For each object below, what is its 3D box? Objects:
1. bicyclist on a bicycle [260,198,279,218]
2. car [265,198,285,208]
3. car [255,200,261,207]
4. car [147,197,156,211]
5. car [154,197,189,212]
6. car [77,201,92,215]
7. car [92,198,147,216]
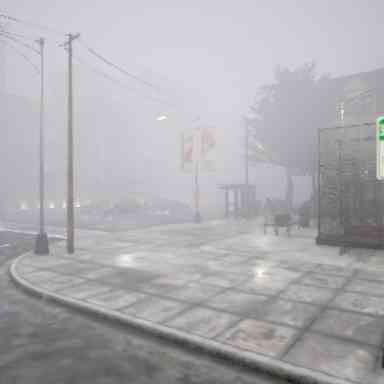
[{"bbox_3d":[6.323,1.328,27.100,1.656,1.620,0.582,-1,0,35],"label":"bicyclist on a bicycle"},{"bbox_3d":[12.222,1.611,48.339,1.994,1.385,4.181,0,0,35],"label":"car"},{"bbox_3d":[8.590,1.656,49.288,1.895,1.301,4.718,0,0,35],"label":"car"},{"bbox_3d":[-4.601,1.423,42.817,2.097,1.767,4.553,0,0,35],"label":"car"},{"bbox_3d":[-2.166,1.627,40.200,1.994,1.385,4.181,0,0,35],"label":"car"},{"bbox_3d":[-9.844,1.575,35.360,1.837,1.490,4.892,0,0,35],"label":"car"},{"bbox_3d":[-7.130,1.414,33.132,2.097,1.767,4.553,0,0,35],"label":"car"}]
